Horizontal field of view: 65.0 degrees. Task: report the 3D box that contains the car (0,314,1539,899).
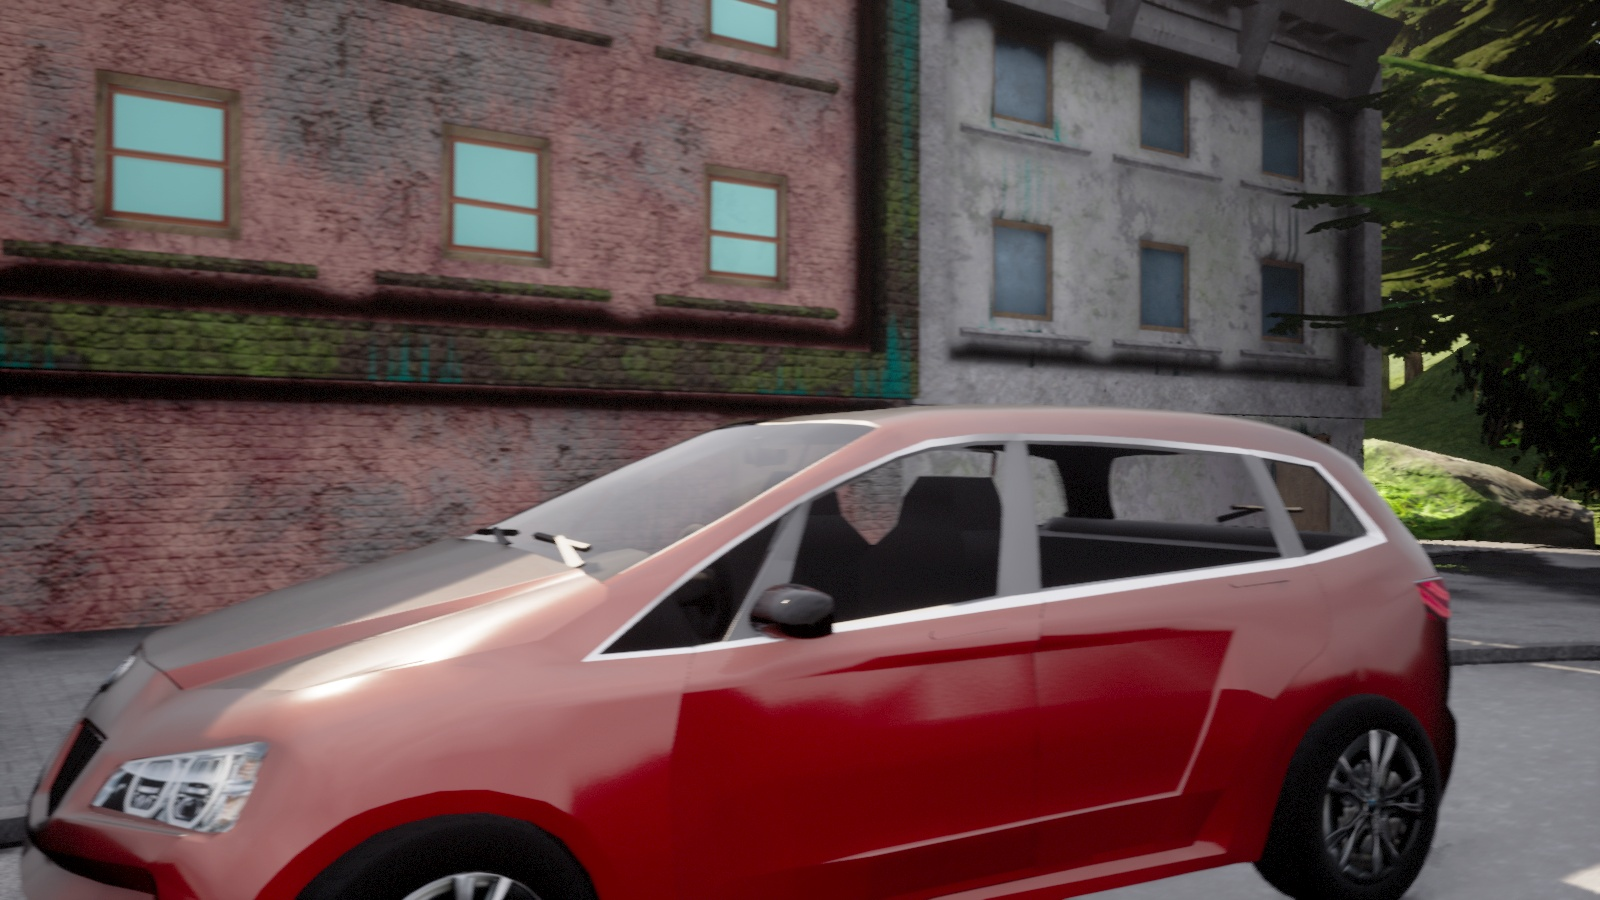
[{"bbox_3d":[-0.002,0.600,4.238,4.611,1.667,2.242,0,0,-29],"label":"car"}]
